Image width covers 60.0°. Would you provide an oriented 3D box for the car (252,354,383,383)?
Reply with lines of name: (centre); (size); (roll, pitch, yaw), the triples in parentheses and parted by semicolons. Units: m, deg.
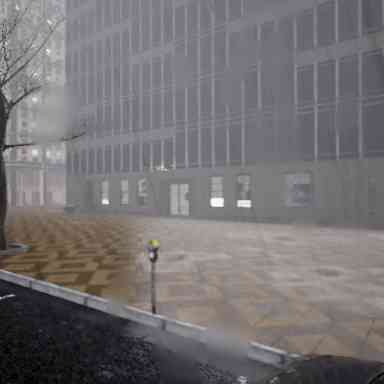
car: (2.124, 1.569, 1.448); (4.313, 1.339, 1.947); (0, 0, 36)
